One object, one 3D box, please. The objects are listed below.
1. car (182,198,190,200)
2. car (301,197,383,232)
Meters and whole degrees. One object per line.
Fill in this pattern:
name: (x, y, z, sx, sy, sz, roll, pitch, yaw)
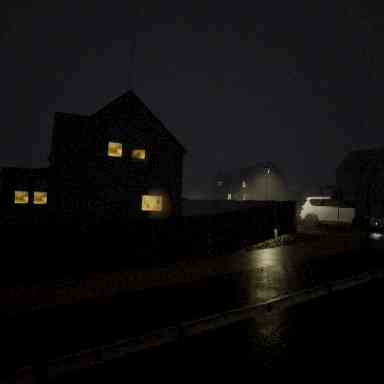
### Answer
car: (-1.288, 1.725, 42.299, 2.150, 2.045, 5.566, 3, -2, -21)
car: (9.427, 1.333, 20.623, 2.150, 2.045, 5.566, 3, -2, -32)
